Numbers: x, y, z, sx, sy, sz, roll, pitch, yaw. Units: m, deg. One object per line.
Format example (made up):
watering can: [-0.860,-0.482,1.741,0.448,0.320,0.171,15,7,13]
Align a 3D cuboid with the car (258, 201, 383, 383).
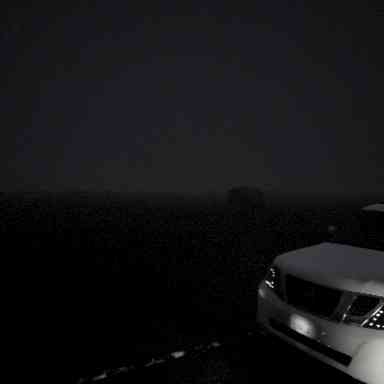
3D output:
car: [3.632,1.166,5.120,5.566,2.045,2.150,0,1,-30]
